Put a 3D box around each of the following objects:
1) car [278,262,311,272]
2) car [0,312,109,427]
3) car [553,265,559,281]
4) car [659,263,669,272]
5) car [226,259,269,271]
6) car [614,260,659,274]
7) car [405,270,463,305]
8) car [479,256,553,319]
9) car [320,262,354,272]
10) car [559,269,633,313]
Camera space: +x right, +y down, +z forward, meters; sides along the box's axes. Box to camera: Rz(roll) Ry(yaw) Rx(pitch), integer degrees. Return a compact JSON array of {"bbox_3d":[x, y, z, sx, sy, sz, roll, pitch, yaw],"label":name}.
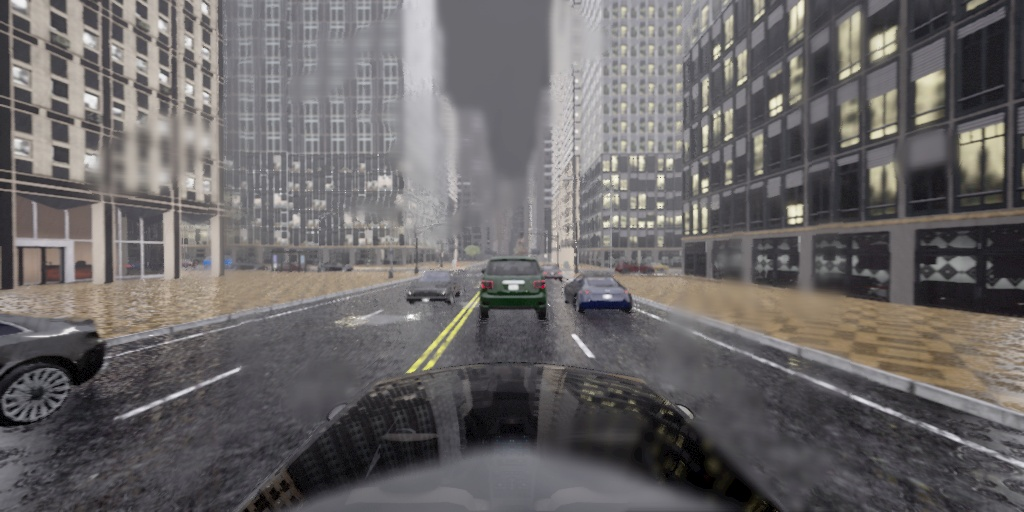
[{"bbox_3d":[-28.718,1.444,47.064,4.207,1.307,1.802,0,0,1],"label":"car"},{"bbox_3d":[-6.610,1.261,2.928,2.128,1.511,4.902,0,0,0],"label":"car"},{"bbox_3d":[3.162,1.447,30.738,2.033,1.411,5.357,0,0,0],"label":"car"},{"bbox_3d":[21.447,1.653,55.035,4.829,1.417,1.751,0,0,1],"label":"car"},{"bbox_3d":[-34.400,1.387,47.198,4.313,1.339,1.948,0,0,1],"label":"car"},{"bbox_3d":[15.895,1.491,46.711,5.009,1.841,2.192,0,0,1],"label":"car"},{"bbox_3d":[-3.445,1.389,16.933,2.033,1.411,5.357,0,0,0],"label":"car"},{"bbox_3d":[0.029,1.036,13.266,2.150,2.045,5.566,0,0,0],"label":"car"},{"bbox_3d":[-23.034,1.469,46.970,4.313,1.339,1.948,0,0,1],"label":"car"},{"bbox_3d":[3.267,1.378,14.324,1.994,1.385,4.181,0,0,0],"label":"car"}]
